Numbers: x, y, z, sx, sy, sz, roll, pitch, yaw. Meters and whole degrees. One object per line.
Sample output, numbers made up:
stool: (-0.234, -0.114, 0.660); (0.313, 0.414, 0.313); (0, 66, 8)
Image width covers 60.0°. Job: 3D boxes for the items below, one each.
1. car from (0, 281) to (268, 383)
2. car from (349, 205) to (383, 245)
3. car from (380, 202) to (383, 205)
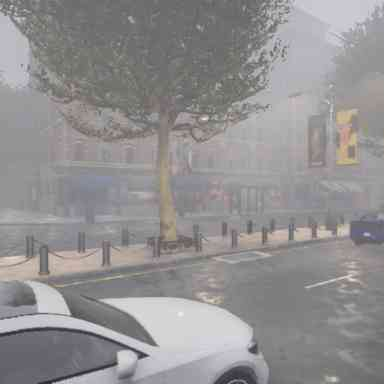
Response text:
car: (-1.429, 1.525, 2.722); (4.674, 1.442, 1.812); (0, 0, -36)
car: (8.785, 1.478, 14.299); (5.008, 1.535, 1.882); (0, 0, -35)
car: (24.057, 1.513, 39.330); (4.892, 1.490, 1.837); (0, 0, -35)
